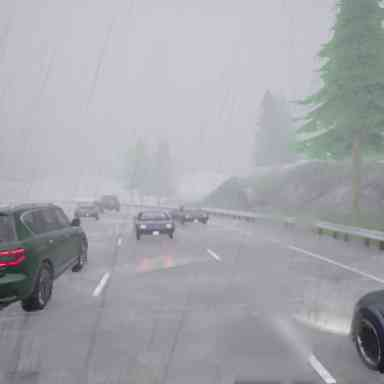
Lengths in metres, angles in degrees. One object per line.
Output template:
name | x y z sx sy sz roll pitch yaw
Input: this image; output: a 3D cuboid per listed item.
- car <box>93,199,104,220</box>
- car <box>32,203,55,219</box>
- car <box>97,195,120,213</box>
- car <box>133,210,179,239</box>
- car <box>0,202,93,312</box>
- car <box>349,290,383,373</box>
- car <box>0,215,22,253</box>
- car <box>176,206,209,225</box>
car | -9.151 1.613 28.658 2.128 1.511 4.902 0 0 -21
car | -14.456 1.759 32.381 1.895 1.301 4.718 0 0 -25
car | -10.191 1.376 39.452 2.150 2.045 5.566 0 0 -28
car | -2.186 1.659 17.852 1.895 1.301 4.718 0 0 -13
car | -4.052 1.263 7.836 2.150 2.045 5.566 0 0 -6
car | 3.251 1.556 3.012 1.994 1.385 4.181 0 0 -2
car | -8.222 1.676 12.515 1.895 1.301 4.718 0 0 -9
car | -0.364 1.667 24.596 1.895 1.301 4.718 0 0 -17
